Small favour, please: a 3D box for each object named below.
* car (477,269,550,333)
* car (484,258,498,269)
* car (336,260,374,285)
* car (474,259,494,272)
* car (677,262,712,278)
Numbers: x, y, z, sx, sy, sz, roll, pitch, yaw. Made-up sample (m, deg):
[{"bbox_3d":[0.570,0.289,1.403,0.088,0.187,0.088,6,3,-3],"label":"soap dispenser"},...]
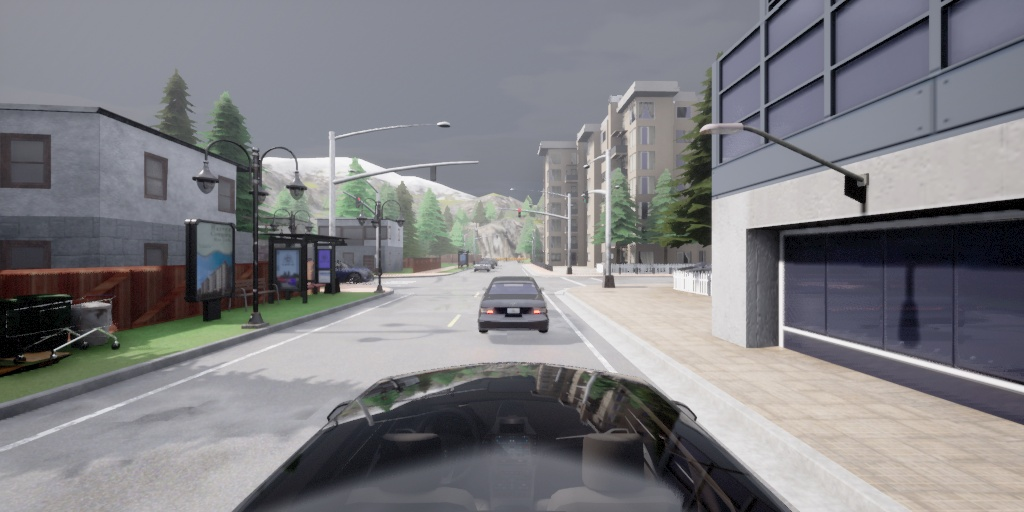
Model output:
[{"bbox_3d":[0.041,1.297,10.701,2.033,1.411,5.357,0,0,0],"label":"car"},{"bbox_3d":[-3.753,1.103,55.266,2.097,1.767,4.553,0,0,0],"label":"car"},{"bbox_3d":[-12.166,1.083,25.192,4.553,1.767,2.097,0,0,-5],"label":"car"},{"bbox_3d":[-3.731,1.351,45.410,1.895,1.301,4.718,0,0,0],"label":"car"},{"bbox_3d":[16.601,1.257,30.700,4.902,1.511,2.128,0,0,-2],"label":"car"}]
